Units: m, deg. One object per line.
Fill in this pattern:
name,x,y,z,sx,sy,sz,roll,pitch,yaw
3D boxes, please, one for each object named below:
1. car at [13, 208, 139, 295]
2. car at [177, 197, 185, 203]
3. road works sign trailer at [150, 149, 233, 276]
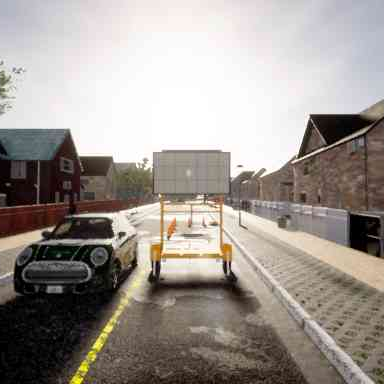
car,-2.755,1.367,8.917,2.097,1.767,4.553,0,0,0
car,-2.805,2.133,84.379,1.837,1.490,4.892,0,-1,0
road works sign trailer,-0.010,0.483,10.386,2.380,3.560,2.880,0,0,1
